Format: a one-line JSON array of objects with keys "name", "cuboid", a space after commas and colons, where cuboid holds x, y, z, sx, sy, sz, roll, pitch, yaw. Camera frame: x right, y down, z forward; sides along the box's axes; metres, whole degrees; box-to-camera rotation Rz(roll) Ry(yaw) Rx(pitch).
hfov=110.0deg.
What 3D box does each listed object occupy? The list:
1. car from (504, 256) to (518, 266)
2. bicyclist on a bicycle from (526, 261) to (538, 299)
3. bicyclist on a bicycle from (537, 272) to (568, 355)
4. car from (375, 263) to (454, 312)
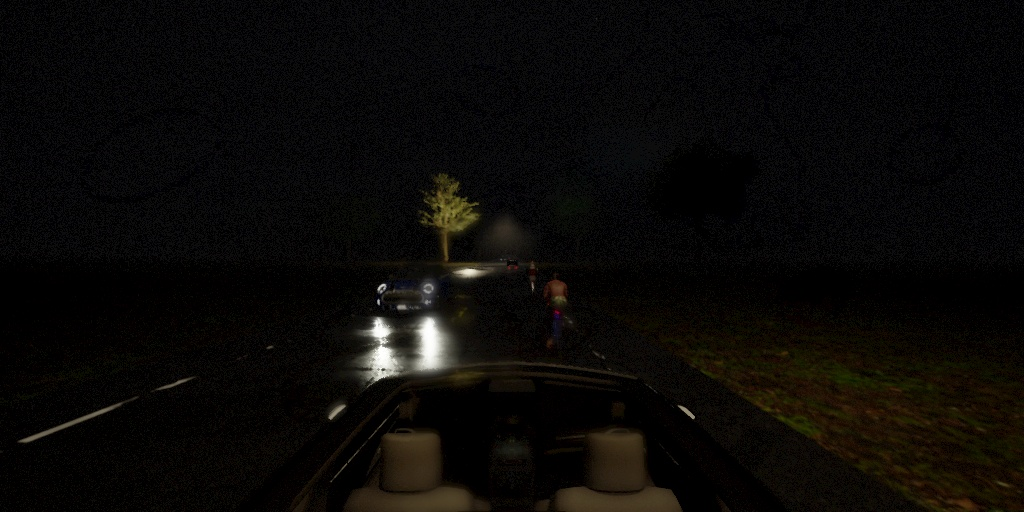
[{"name": "car", "cuboid": [0.071, 0.999, 63.373, 2.128, 1.511, 4.902, 0, 0, 0]}, {"name": "bicyclist on a bicycle", "cuboid": [0.953, 1.099, 17.113, 0.659, 1.776, 1.843, 0, 0, 0]}, {"name": "bicyclist on a bicycle", "cuboid": [0.958, 1.196, 7.773, 0.582, 1.620, 1.656, 0, 0, 0]}, {"name": "car", "cuboid": [-3.605, 1.085, 13.977, 2.097, 1.767, 4.553, 0, 0, 0]}]
